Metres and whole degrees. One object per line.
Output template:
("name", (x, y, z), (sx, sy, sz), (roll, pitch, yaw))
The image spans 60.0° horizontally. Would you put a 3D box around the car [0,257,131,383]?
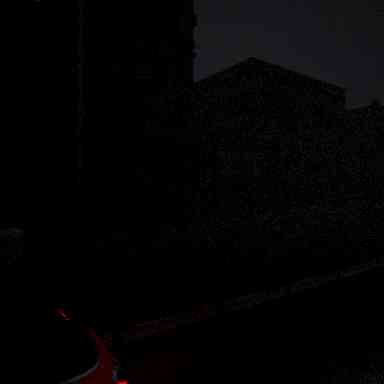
("car", (-2.544, 1.350, 1.563), (4.553, 1.767, 2.097), (0, 0, -36))
